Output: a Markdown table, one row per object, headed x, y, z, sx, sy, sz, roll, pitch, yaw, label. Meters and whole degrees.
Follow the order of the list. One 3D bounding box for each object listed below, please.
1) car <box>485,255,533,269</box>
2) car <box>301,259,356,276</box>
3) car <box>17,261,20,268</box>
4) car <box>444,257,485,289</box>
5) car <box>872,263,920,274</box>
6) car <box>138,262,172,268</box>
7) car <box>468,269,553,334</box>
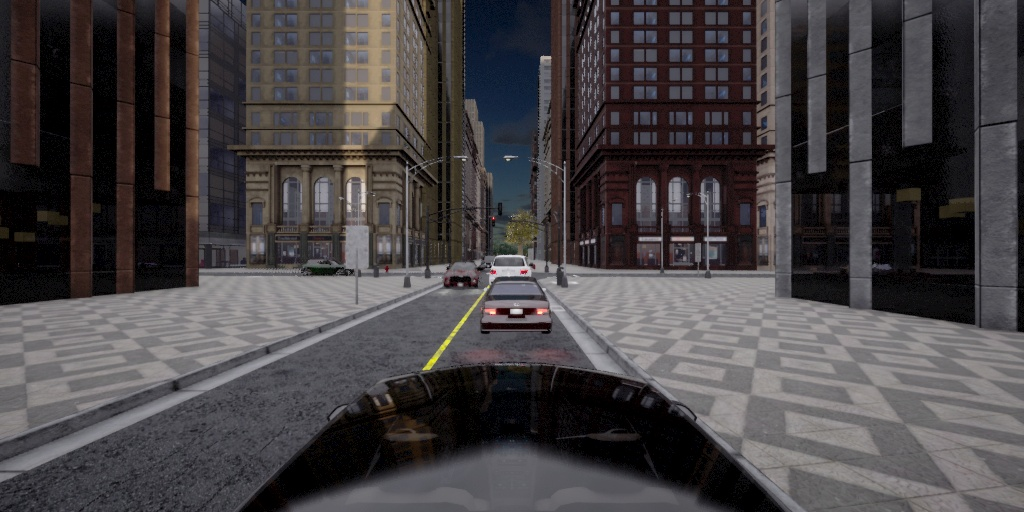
| x | y | z | sx | sy | sz | roll | pitch | yaw | label |
| --- | --- | --- | --- | --- | --- | --- | --- | --- | --- |
| 0.017 | 0.971 | 20.826 | 2.150 | 2.045 | 5.566 | 0 | 0 | 4 | car |
| -16.858 | 1.044 | 33.312 | 4.553 | 1.767 | 2.097 | 0 | 0 | 0 | car |
| -49.694 | 0.494 | 33.406 | 5.566 | 2.045 | 2.150 | 0 | 0 | 0 | car |
| -3.091 | 1.101 | 23.328 | 2.097 | 1.767 | 4.553 | 0 | 0 | -2 | car |
| 34.523 | 1.397 | 33.323 | 5.357 | 1.411 | 2.033 | 0 | 0 | 0 | car |
| -33.998 | 1.212 | 33.316 | 4.181 | 1.385 | 1.994 | 0 | 0 | 0 | car |
| 0.091 | 1.297 | 10.581 | 2.033 | 1.411 | 5.357 | 0 | 0 | 0 | car |
